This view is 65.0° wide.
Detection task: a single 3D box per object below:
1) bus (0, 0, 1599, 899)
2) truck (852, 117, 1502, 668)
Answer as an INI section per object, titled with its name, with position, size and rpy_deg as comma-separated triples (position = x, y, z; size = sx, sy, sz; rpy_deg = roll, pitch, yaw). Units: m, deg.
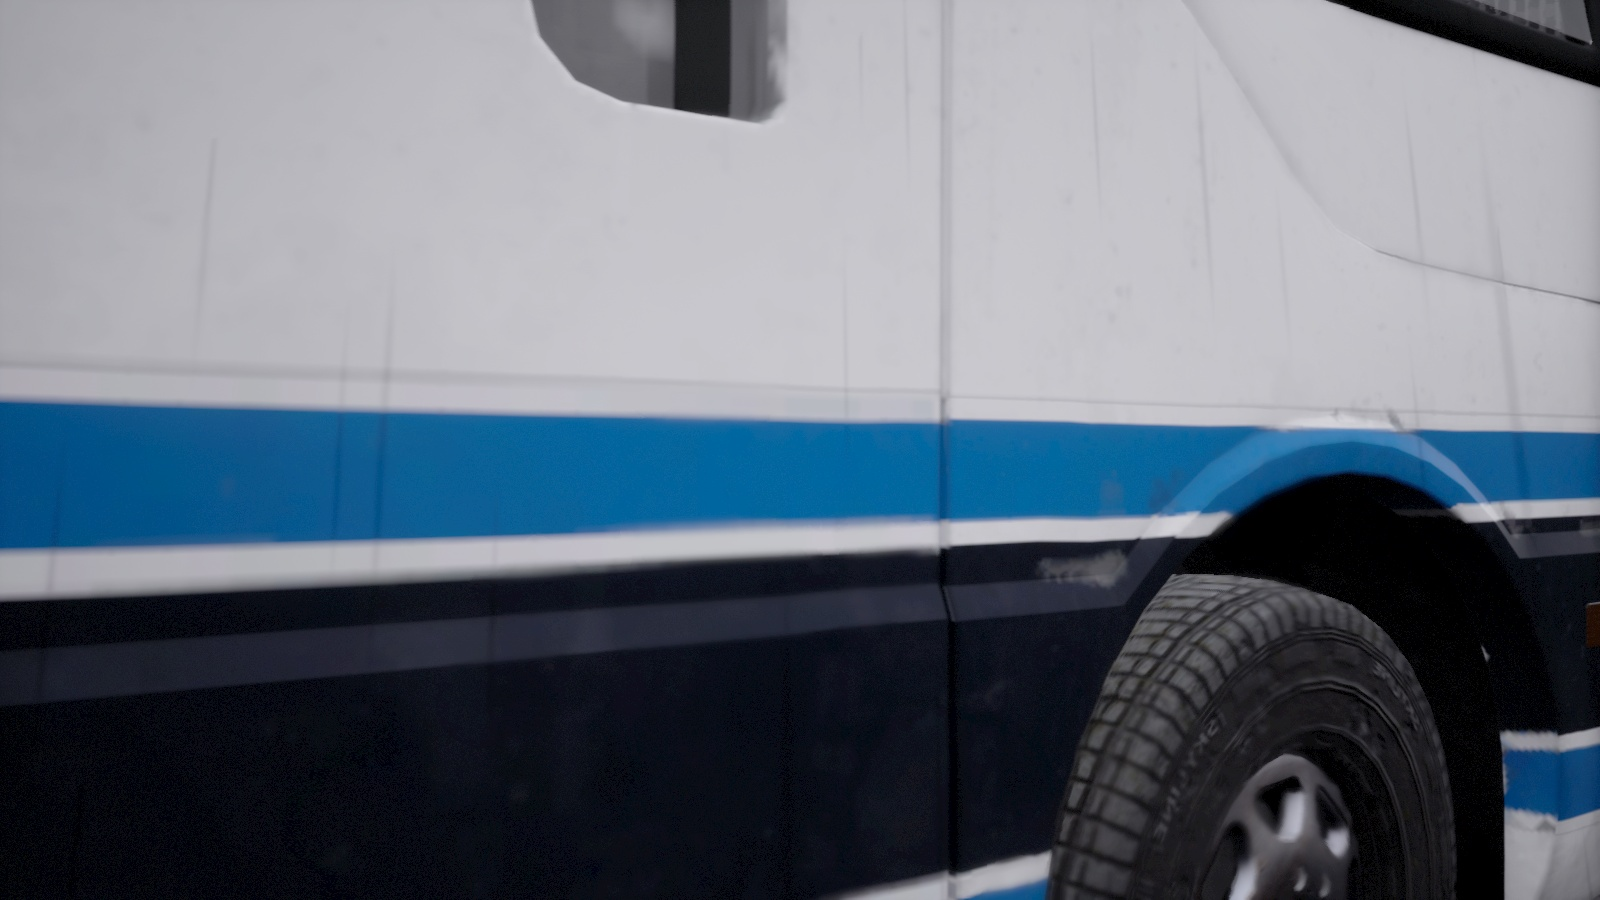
[bus]
position = -2.483, -0.619, 1.863
size = 10.273, 4.253, 3.944
rpy_deg = 0, 0, -32
[truck]
position = 4.390, -0.391, 12.800
size = 2.891, 3.827, 8.468
rpy_deg = 0, 0, 43
